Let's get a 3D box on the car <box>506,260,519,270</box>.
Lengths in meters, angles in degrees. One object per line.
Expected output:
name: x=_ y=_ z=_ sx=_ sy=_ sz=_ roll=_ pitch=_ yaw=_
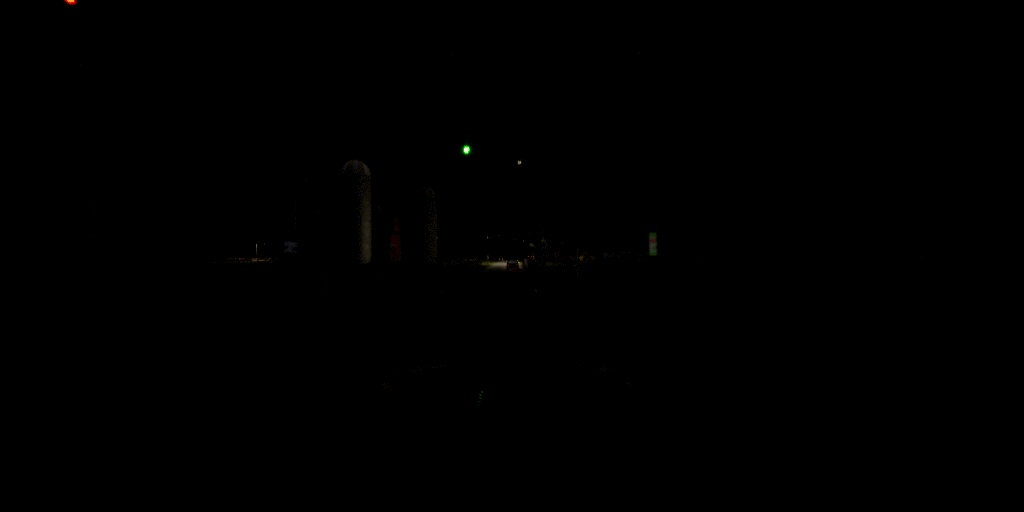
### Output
car: x=0.063 y=1.368 z=54.396 sx=1.895 sy=1.301 sz=4.718 roll=-1 pitch=0 yaw=0
